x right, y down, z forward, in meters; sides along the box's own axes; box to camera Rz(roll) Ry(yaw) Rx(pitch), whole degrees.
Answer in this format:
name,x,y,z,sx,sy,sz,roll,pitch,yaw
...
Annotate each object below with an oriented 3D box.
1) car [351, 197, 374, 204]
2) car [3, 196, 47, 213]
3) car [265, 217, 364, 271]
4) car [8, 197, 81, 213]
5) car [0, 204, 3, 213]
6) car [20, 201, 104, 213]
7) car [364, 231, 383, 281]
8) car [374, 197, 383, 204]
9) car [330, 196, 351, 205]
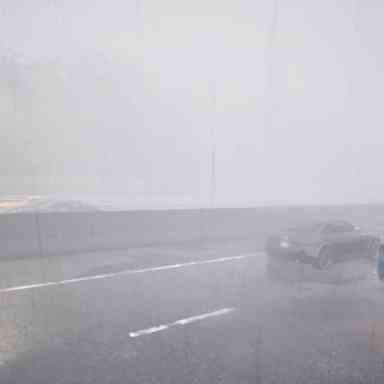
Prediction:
name,x,y,z,sx,sy,sz,roll,pitch,yaw
car,24.823,1.457,46.441,4.892,1.490,1.837,0,1,-34
car,-9.706,1.139,22.493,4.892,1.490,1.837,1,1,-35
car,4.354,1.525,10.849,4.181,1.385,1.994,1,1,-35
car,-7.770,1.196,19.579,4.892,1.490,1.837,1,1,-35
car,-11.935,1.051,25.206,5.008,1.535,1.882,1,1,-35
car,-5.950,1.311,16.583,4.181,1.385,1.994,1,1,-35
car,6.488,1.498,8.069,5.008,1.535,1.882,1,1,-35
car,26.113,1.482,43.087,5.008,1.535,1.882,0,1,-34
car,22.309,1.396,48.952,4.892,1.490,1.837,0,1,-34
